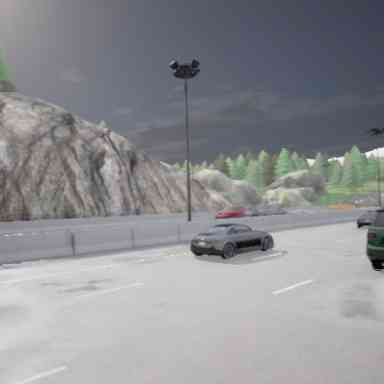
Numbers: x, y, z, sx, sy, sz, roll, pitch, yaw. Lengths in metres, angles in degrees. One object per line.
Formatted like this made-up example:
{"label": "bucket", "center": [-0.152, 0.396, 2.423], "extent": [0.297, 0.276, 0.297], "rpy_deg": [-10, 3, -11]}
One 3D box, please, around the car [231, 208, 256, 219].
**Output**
{"label": "car", "center": [8.130, 3.162, 44.696], "extent": [5.357, 1.411, 2.033], "rpy_deg": [0, -3, -42]}

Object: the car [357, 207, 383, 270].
{"label": "car", "center": [7.763, 1.445, 11.088], "extent": [5.566, 2.045, 2.150], "rpy_deg": [0, -3, -42]}

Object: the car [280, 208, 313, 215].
{"label": "car", "center": [12.848, 2.755, 39.541], "extent": [4.674, 1.442, 1.812], "rpy_deg": [0, -3, -42]}

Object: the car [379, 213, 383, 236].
{"label": "car", "center": [13.962, 2.014, 21.474], "extent": [4.181, 1.385, 1.994], "rpy_deg": [0, -3, -42]}

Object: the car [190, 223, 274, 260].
{"label": "car", "center": [1.902, 2.127, 15.185], "extent": [4.181, 1.385, 1.994], "rpy_deg": [0, -3, -42]}

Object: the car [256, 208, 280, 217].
{"label": "car", "center": [10.482, 2.734, 42.127], "extent": [4.181, 1.385, 1.994], "rpy_deg": [0, -3, -42]}

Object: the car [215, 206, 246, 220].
{"label": "car", "center": [5.739, 3.040, 47.266], "extent": [5.566, 2.045, 2.150], "rpy_deg": [0, -3, -42]}

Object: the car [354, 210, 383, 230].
{"label": "car", "center": [15.235, 2.210, 27.376], "extent": [4.181, 1.385, 1.994], "rpy_deg": [0, -3, -42]}
